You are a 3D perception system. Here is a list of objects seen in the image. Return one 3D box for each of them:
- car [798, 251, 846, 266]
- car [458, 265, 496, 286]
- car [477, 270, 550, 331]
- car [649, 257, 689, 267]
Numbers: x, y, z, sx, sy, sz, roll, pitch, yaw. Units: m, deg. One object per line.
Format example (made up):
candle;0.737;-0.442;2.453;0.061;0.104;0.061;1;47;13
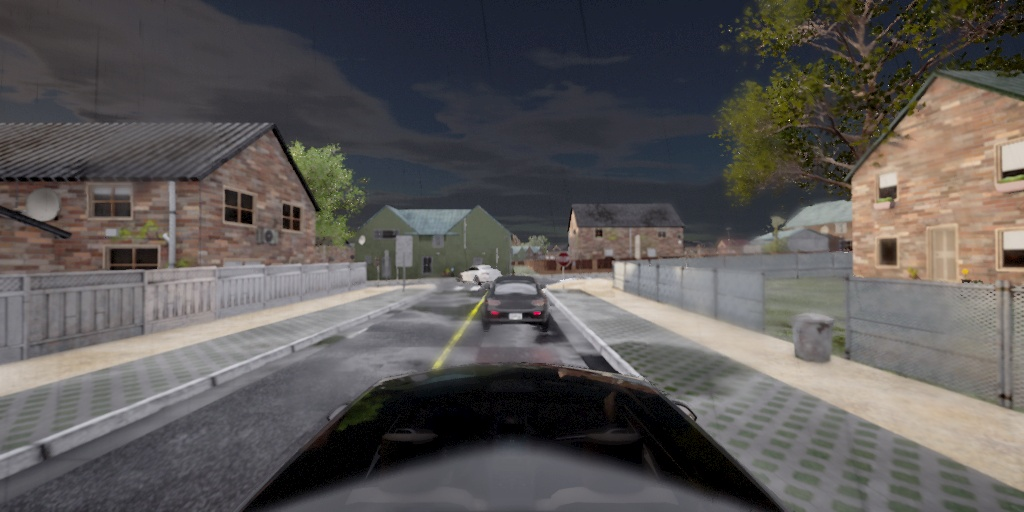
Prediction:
car;27.242;0.345;30.500;5.008;1.535;1.882;-2;-1;1
car;-2.478;1.432;27.367;1.812;1.442;4.674;0;-1;-32
car;0.100;1.323;11.118;1.812;1.442;4.674;0;0;0
car;13.155;0.877;30.609;4.892;1.490;1.837;-2;-1;0
